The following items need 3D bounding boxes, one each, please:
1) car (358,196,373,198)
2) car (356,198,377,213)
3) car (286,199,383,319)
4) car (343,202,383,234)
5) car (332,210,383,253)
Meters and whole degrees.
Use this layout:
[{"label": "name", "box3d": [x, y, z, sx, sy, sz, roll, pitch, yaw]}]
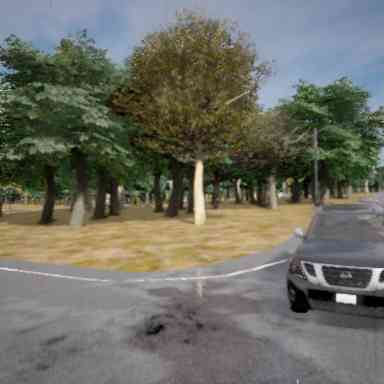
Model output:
[{"label": "car", "box3d": [15.877, 1.239, 30.428, 2.097, 1.767, 4.553, -1, 0, 28]}, {"label": "car", "box3d": [18.548, 1.373, 35.328, 1.812, 1.442, 4.674, -1, 0, 29]}, {"label": "car", "box3d": [3.829, 1.372, 7.924, 2.150, 2.045, 5.566, -1, 0, 28]}, {"label": "car", "box3d": [10.387, 1.444, 20.187, 1.882, 1.535, 5.008, -1, 0, 28]}, {"label": "car", "box3d": [7.496, 1.610, 14.769, 1.895, 1.301, 4.718, -1, 0, 28]}]
